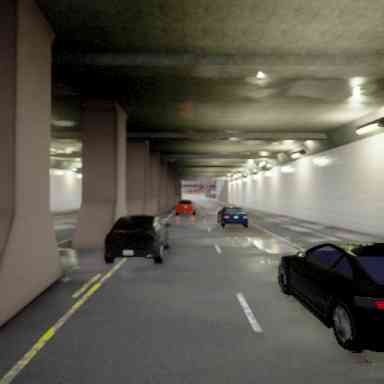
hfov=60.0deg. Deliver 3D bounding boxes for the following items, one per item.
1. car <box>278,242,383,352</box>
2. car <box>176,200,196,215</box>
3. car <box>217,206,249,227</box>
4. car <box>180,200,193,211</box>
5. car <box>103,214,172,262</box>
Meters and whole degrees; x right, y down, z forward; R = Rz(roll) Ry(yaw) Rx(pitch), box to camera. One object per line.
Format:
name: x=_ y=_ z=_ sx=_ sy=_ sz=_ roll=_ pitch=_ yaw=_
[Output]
car: x=3.083 y=1.628 z=6.289 sx=1.994 sy=1.385 sz=4.181 roll=0 pitch=0 yaw=-2
car: x=-0.643 y=1.637 z=37.258 sx=2.097 sy=1.767 sz=4.553 roll=0 pitch=0 yaw=1
car: x=2.945 y=1.751 z=24.620 sx=2.033 sy=1.411 sz=5.357 roll=0 pitch=0 yaw=0
car: x=-0.733 y=1.867 z=47.358 sx=1.837 sy=1.490 sz=4.892 roll=0 pitch=0 yaw=1
car: x=-1.908 y=1.593 z=12.405 sx=1.837 sy=1.490 sz=4.892 roll=0 pitch=0 yaw=0
